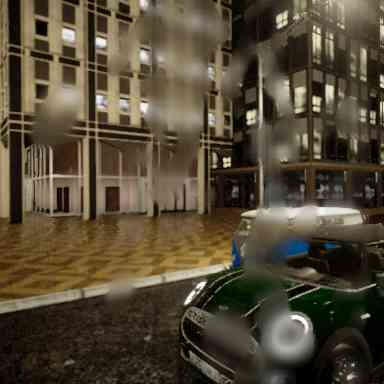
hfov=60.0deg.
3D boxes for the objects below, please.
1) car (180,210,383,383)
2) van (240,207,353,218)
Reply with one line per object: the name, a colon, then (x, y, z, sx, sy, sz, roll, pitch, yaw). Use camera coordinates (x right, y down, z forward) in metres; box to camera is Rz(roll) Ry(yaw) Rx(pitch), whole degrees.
car: (2.048, 1.336, 4.871, 4.553, 1.767, 2.097, 0, 0, -34)
van: (2.790, 1.316, 8.541, 3.998, 1.788, 1.690, 0, 0, -35)
